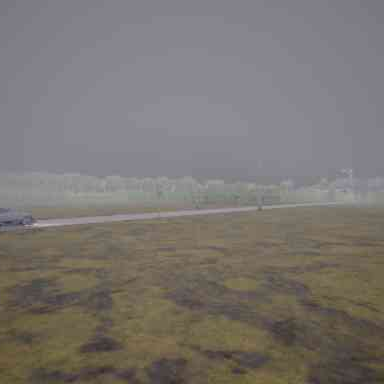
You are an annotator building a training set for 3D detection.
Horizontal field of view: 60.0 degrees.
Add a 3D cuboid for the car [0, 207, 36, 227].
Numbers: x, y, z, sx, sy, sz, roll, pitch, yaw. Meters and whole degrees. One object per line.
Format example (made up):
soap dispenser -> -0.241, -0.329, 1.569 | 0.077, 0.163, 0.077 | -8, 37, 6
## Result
car -> -12.273, 1.609, 21.248 | 1.994, 1.385, 4.181 | -1, -1, 39
